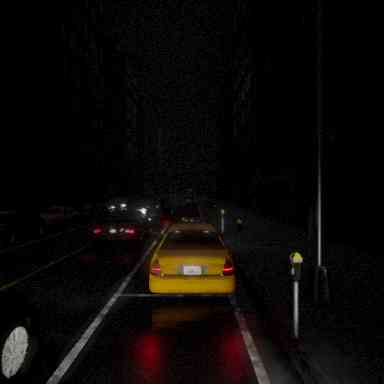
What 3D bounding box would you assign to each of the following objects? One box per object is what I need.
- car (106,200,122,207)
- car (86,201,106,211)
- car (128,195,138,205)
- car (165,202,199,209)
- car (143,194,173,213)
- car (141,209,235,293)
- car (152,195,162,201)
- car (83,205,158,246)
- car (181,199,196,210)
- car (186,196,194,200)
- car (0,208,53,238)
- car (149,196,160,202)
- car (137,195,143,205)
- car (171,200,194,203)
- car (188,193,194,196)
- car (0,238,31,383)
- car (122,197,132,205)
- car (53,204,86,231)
[{"bbox_3d":[-8.408,1.548,31.607,2.008,1.369,4.403,0,0,0],"label":"car"},{"bbox_3d":[-8.408,1.581,26.194,1.802,1.307,4.206,0,0,0],"label":"car"},{"bbox_3d":[-8.408,1.302,47.845,2.192,1.841,5.009,0,0,0],"label":"car"},{"bbox_3d":[-0.383,1.566,20.772,1.947,1.339,4.313,0,0,0],"label":"car"},{"bbox_3d":[-3.001,1.348,31.141,2.097,1.767,4.553,0,0,0],"label":"car"},{"bbox_3d":[0.004,1.457,8.840,1.801,1.575,5.366,0,0,0],"label":"car"},{"bbox_3d":[-8.408,1.510,79.763,1.887,1.381,4.507,0,0,0],"label":"car"},{"bbox_3d":[-3.012,1.547,15.238,2.033,1.411,5.357,0,0,0],"label":"car"},{"bbox_3d":[-0.383,1.573,42.423,1.802,1.307,4.206,0,0,0],"label":"car"},{"bbox_3d":[-0.383,1.519,37.181,1.752,1.417,4.829,0,0,0],"label":"car"},{"bbox_3d":[-8.408,1.566,15.368,1.947,1.339,4.313,0,0,0],"label":"car"},{"bbox_3d":[-8.408,1.521,74.308,2.008,1.369,4.403,0,0,0],"label":"car"},{"bbox_3d":[-5.788,1.481,46.268,2.128,1.511,4.902,0,0,0],"label":"car"},{"bbox_3d":[-0.383,1.565,26.185,1.947,1.339,4.313,0,0,0],"label":"car"},{"bbox_3d":[-0.382,1.396,90.663,1.967,1.590,4.097,0,0,0],"label":"car"},{"bbox_3d":[-3.019,1.477,2.345,1.882,1.535,5.008,0,0,0],"label":"car"},{"bbox_3d":[-8.408,1.545,37.020,2.008,1.369,4.403,0,0,0],"label":"car"},{"bbox_3d":[-8.408,1.525,20.611,1.752,1.417,4.829,0,0,0],"label":"car"}]
